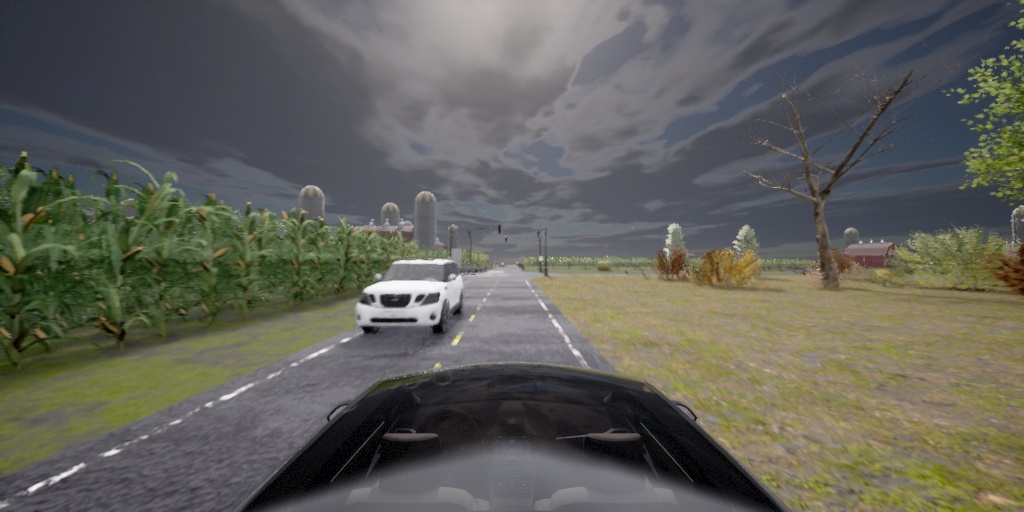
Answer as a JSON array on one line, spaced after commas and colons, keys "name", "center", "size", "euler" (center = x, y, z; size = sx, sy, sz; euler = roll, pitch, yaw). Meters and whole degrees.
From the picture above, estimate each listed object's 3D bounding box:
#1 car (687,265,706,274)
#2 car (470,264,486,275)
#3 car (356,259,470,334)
[{"name": "car", "center": [28.359, 2.116, 52.989], "size": [4.902, 1.511, 2.128], "euler": [1, -2, -4]}, {"name": "car", "center": [-6.169, 1.795, 50.686], "size": [4.902, 1.511, 2.128], "euler": [1, -1, -3]}, {"name": "car", "center": [-2.850, 1.093, 11.390], "size": [2.150, 2.045, 5.566], "euler": [0, -1, 0]}]
